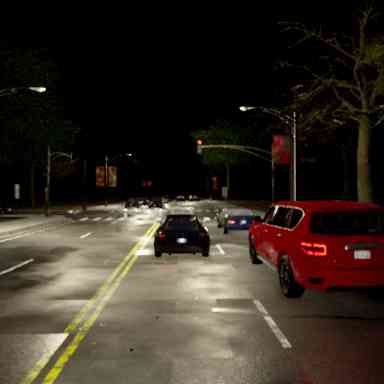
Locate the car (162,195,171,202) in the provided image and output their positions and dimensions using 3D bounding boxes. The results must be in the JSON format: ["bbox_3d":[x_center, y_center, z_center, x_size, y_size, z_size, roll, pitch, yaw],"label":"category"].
[{"bbox_3d":[-5.987,1.521,79.386,1.837,1.490,4.892,0,0,-2],"label":"car"}]

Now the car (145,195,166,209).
[{"bbox_3d":[-4.968,1.543,46.139,1.837,1.490,4.892,0,1,-2],"label":"car"}]

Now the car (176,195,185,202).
[{"bbox_3d":[-2.655,1.687,76.994,1.895,1.301,4.718,0,0,-2],"label":"car"}]

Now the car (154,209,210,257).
[{"bbox_3d":[-0.404,1.573,12.991,1.994,1.385,4.181,0,0,-2],"label":"car"}]

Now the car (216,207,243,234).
[{"bbox_3d":[2.530,1.562,19.348,2.033,1.411,5.357,0,0,-2],"label":"car"}]

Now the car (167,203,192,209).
[{"bbox_3d":[-0.710,1.617,21.764,1.895,1.301,4.718,0,0,-2],"label":"car"}]

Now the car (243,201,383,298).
[{"bbox_3d":[2.988,1.228,8.682,2.150,2.045,5.566,0,0,-2],"label":"car"}]

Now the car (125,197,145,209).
[{"bbox_3d":[-8.243,1.545,46.816,1.837,1.490,4.892,0,0,-2],"label":"car"}]

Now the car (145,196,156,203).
[{"bbox_3d":[-9.024,1.624,72.994,2.033,1.411,5.357,0,0,-2],"label":"car"}]

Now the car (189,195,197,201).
[{"bbox_3d":[0.259,1.470,87.067,1.882,1.535,5.008,0,0,-2],"label":"car"}]

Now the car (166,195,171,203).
[{"bbox_3d":[-5.520,1.669,64.432,1.895,1.301,4.718,0,0,-1],"label":"car"}]

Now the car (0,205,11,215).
[{"bbox_3d":[-20.007,1.502,31.918,4.892,1.490,1.837,0,0,-3],"label":"car"}]

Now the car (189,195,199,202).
[{"bbox_3d":[0.595,1.645,77.073,1.994,1.385,4.181,0,0,-2],"label":"car"}]

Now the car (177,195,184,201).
[{"bbox_3d":[-2.989,1.544,86.958,1.994,1.385,4.181,0,0,-2],"label":"car"}]
